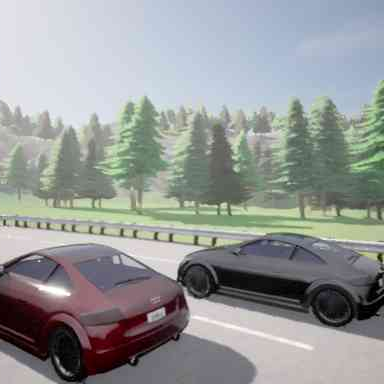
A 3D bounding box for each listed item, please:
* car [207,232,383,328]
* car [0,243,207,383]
[{"bbox_3d":[1.714,1.564,7.070,4.181,1.385,1.994,0,0,35],"label":"car"},{"bbox_3d":[-2.094,1.564,5.486,4.181,1.385,1.994,0,0,36],"label":"car"}]
